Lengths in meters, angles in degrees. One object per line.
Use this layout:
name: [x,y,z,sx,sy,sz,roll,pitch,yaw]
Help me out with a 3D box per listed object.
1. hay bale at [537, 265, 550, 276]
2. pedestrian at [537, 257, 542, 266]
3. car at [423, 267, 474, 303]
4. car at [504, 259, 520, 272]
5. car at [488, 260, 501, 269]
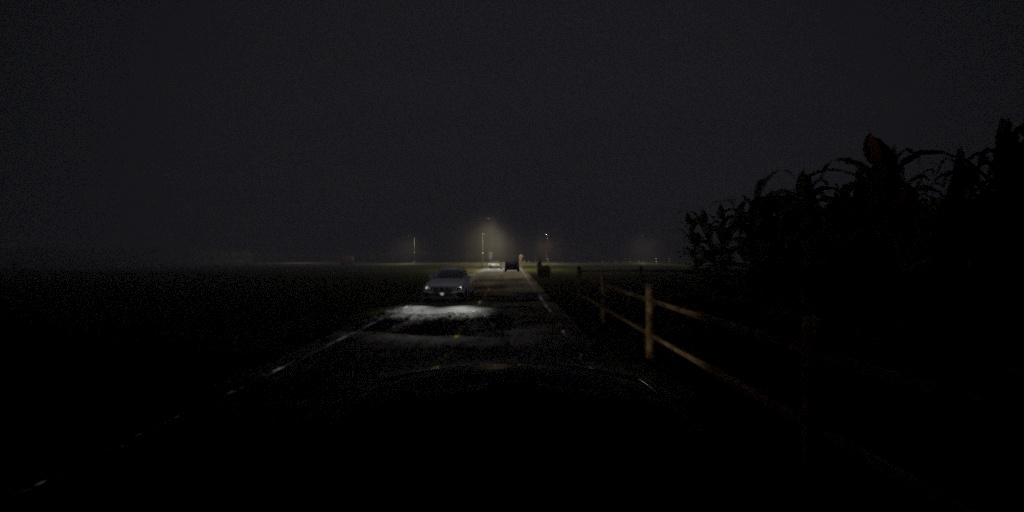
hay bale: [3.118,1.407,35.315,1.220,1.180,1.240,0,0,0]
pedestrian: [2.818,1.044,36.425,0.375,1.860,0.375,-1,1,1]
car: [-2.852,1.276,16.929,1.812,1.442,4.674,0,0,0]
car: [0.023,1.232,46.859,1.882,1.535,5.008,0,-1,1]
car: [-2.813,1.357,57.679,1.895,1.301,4.718,0,0,1]
